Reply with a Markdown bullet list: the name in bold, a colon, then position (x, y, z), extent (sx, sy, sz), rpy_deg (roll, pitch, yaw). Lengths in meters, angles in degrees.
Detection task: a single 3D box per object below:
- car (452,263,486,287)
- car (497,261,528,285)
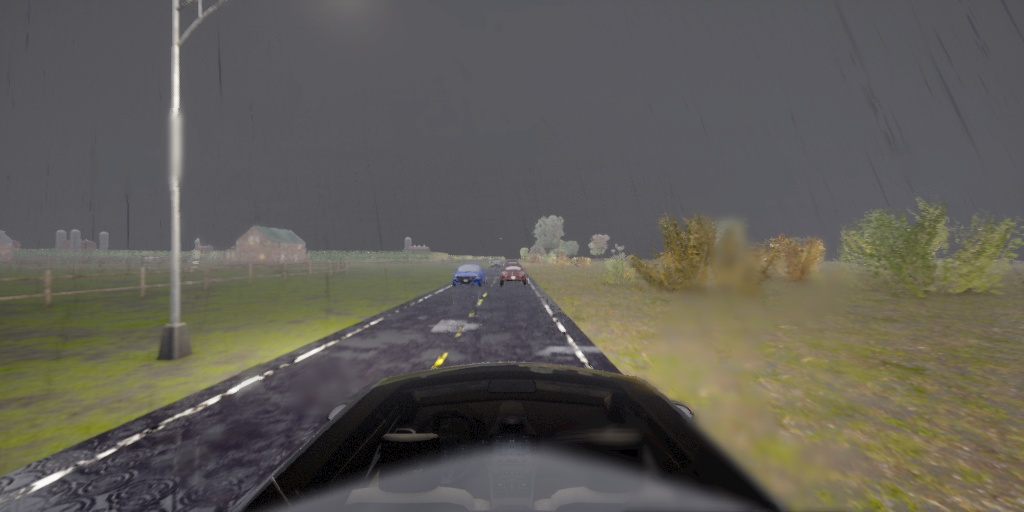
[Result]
- **car**: position (-2.859, 1.248, 24.656), extent (1.882, 1.535, 5.008), rpy_deg (0, 0, 0)
- **car**: position (0.088, 1.301, 26.455), extent (1.812, 1.442, 4.674), rpy_deg (0, 0, 0)
